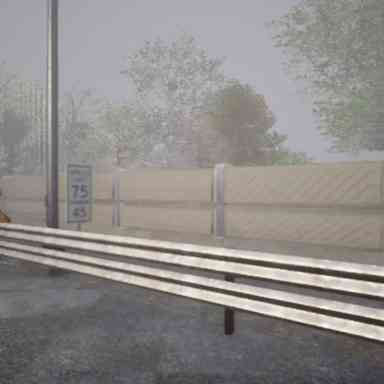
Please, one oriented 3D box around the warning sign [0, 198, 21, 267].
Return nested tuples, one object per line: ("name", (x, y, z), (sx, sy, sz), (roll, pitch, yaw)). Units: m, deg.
("warning sign", (-5.644, 1.099, 9.177), (1.060, 1.860, 1.300), (0, 0, 36))
